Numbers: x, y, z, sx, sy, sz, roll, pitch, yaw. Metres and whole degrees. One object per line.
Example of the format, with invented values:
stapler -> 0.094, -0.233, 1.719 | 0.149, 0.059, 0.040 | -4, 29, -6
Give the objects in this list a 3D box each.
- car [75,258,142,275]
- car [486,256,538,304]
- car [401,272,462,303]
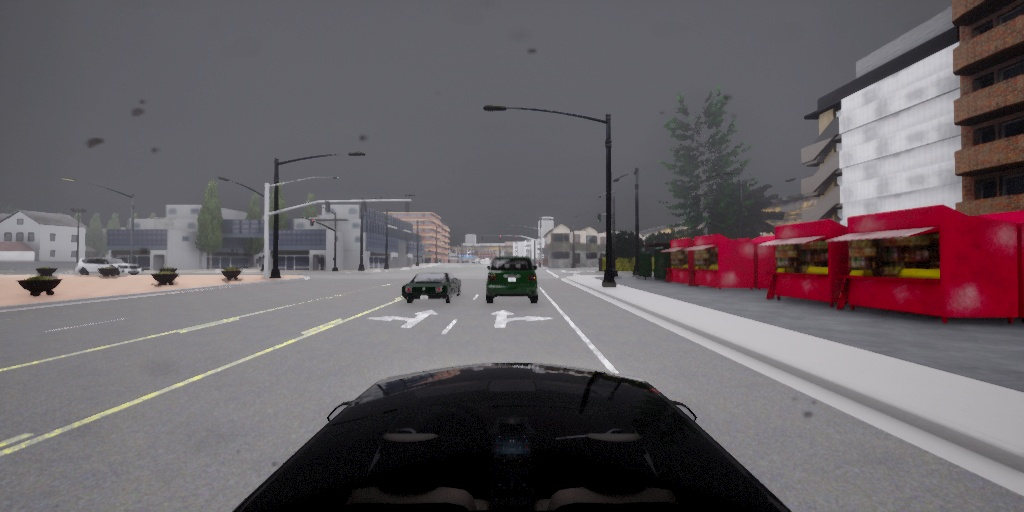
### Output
car -> -43.502, 1.202, 38.695 | 5.566, 2.045, 2.150 | 0, -1, 0
car -> 0.000, 1.014, 16.534 | 2.150, 2.045, 5.566 | 0, 0, 0
car -> -3.500, 1.372, 16.532 | 1.895, 1.301, 4.718 | 0, 0, 0
